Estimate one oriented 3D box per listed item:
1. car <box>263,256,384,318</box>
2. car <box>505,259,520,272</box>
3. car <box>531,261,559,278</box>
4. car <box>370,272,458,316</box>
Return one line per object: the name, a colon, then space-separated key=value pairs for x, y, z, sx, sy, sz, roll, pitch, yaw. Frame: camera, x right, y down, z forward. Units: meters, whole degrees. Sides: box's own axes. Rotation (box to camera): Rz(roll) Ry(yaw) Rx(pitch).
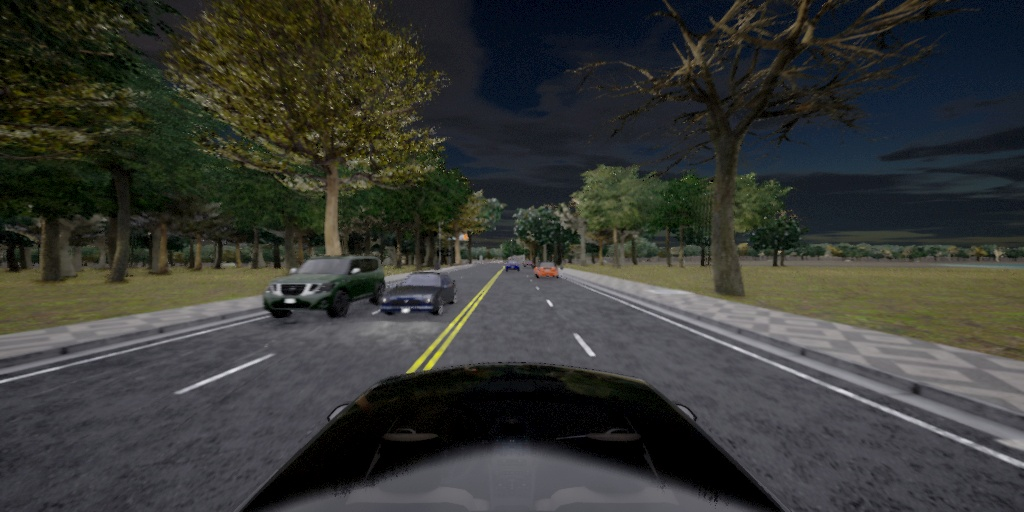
car: x=-6.536 y=0.995 z=13.369 sx=2.150 sy=2.045 sz=5.566 roll=0 pitch=0 yaw=0
car: x=0.093 y=1.396 z=51.296 sx=1.882 sy=1.535 sz=5.008 roll=0 pitch=0 yaw=0
car: x=3.249 y=1.258 z=34.828 sx=2.097 sy=1.767 sz=4.553 roll=0 pitch=0 yaw=0
car: x=-3.283 y=1.321 z=13.784 sx=2.033 sy=1.411 sz=5.357 roll=0 pitch=0 yaw=1
